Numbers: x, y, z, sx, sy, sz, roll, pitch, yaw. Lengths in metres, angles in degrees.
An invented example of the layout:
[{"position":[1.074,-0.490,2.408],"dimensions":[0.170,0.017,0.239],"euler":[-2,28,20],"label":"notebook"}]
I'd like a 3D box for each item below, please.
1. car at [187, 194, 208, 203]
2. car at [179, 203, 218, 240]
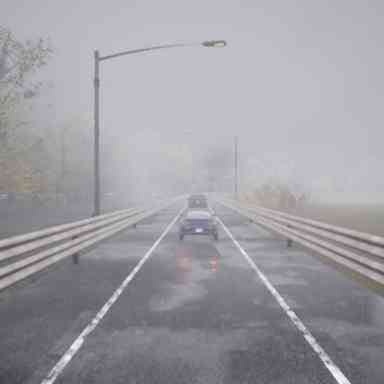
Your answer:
[{"position":[0.644,1.222,37.579],"dimensions":[2.150,2.045,5.566],"euler":[0,0,1],"label":"car"},{"position":[0.336,1.528,17.055],"dimensions":[1.812,1.442,4.674],"euler":[0,0,1],"label":"car"}]
